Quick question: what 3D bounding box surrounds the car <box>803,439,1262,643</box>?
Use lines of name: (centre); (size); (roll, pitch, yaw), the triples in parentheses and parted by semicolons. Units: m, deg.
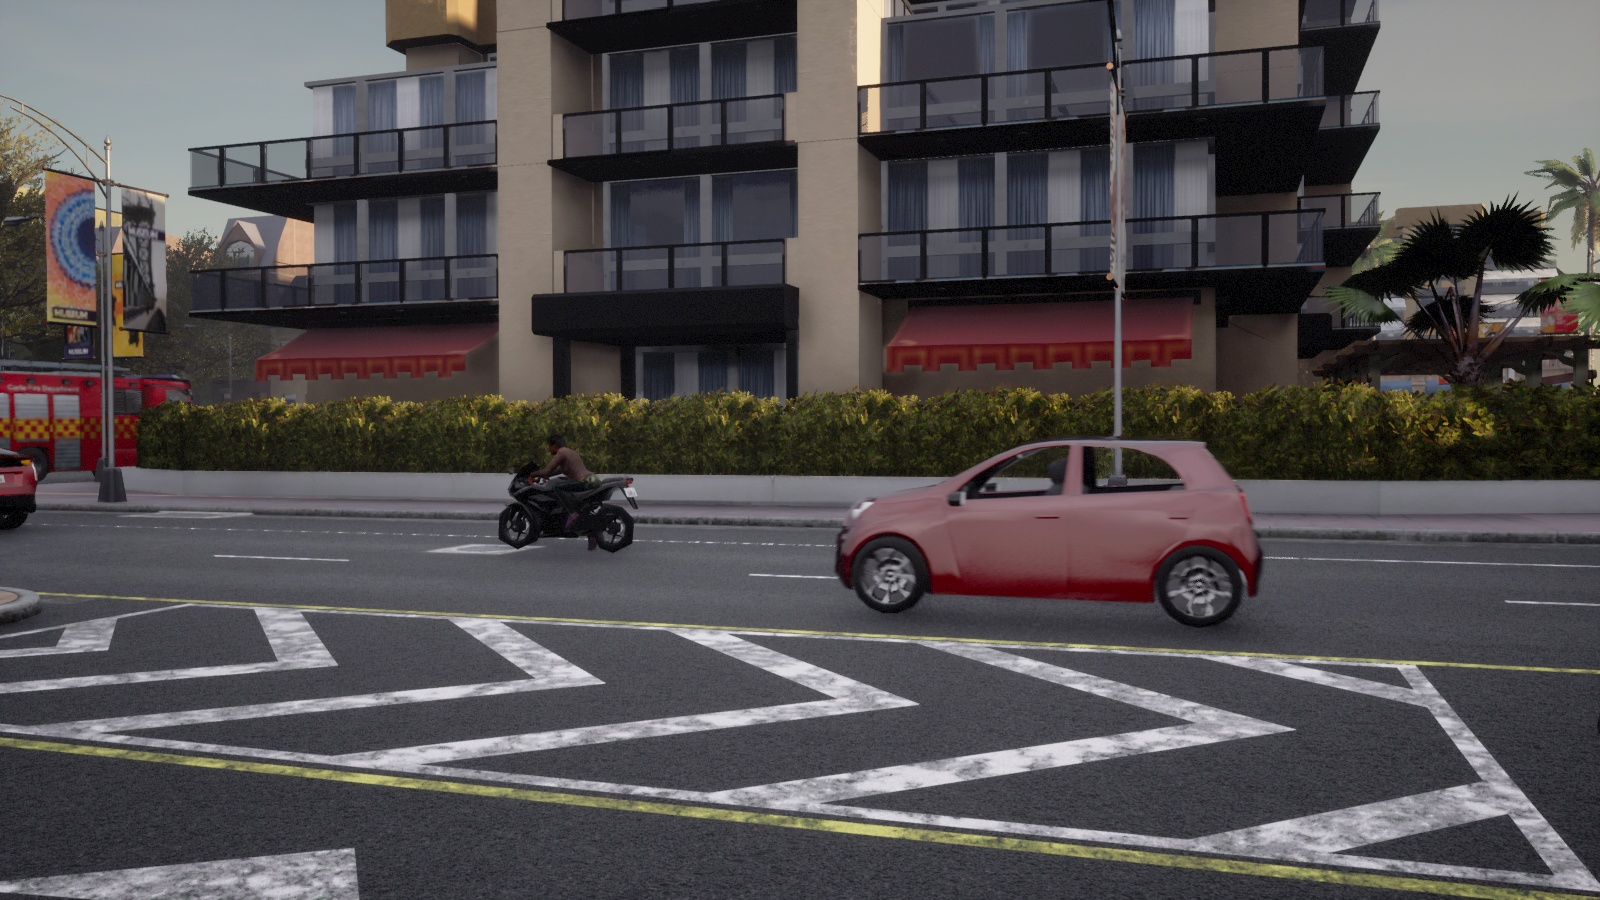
car: (2.048, 0.674, 10.916); (3.633, 1.501, 1.845); (1, 1, 19)

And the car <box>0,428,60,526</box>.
car: (-14.469, 0.397, 20.129); (4.514, 1.525, 2.007); (1, 1, 19)

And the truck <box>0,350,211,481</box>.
truck: (-23.479, -1.068, 40.727); (2.891, 3.827, 8.468); (1, 1, 18)

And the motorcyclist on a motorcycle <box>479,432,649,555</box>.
motorcyclist on a motorcycle: (-3.066, 0.536, 16.328); (2.044, 1.523, 0.797); (1, 1, 19)
